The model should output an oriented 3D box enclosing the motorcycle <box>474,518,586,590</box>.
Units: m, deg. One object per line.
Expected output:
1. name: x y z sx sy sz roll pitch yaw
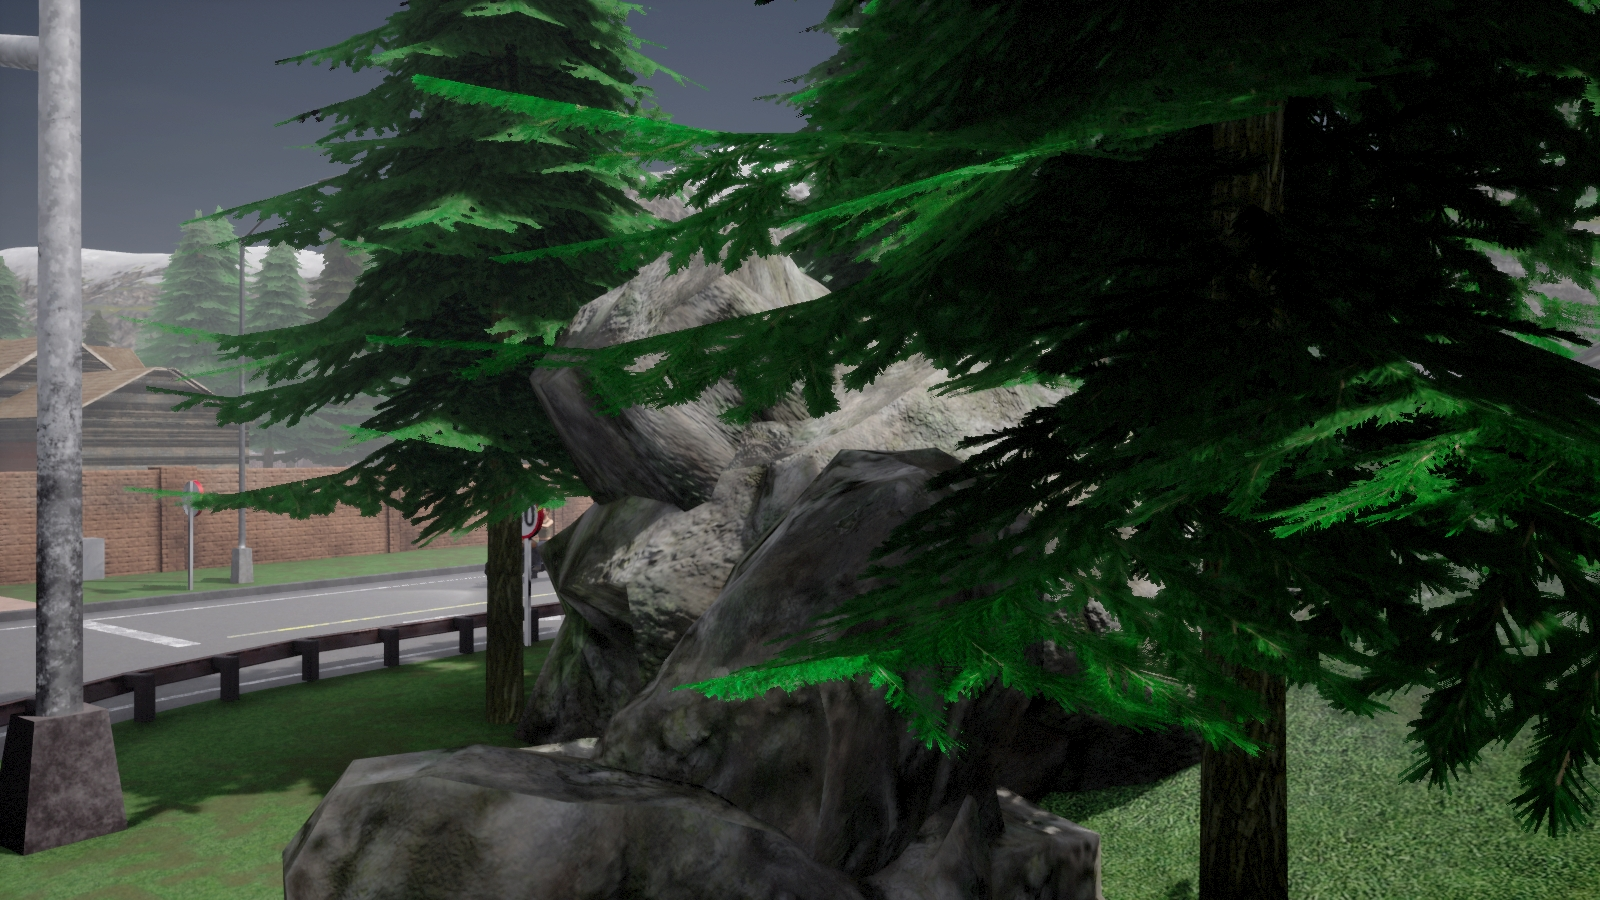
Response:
1. motorcycle: -5.636 2.150 24.014 0.764 1.277 2.356 0 0 36
